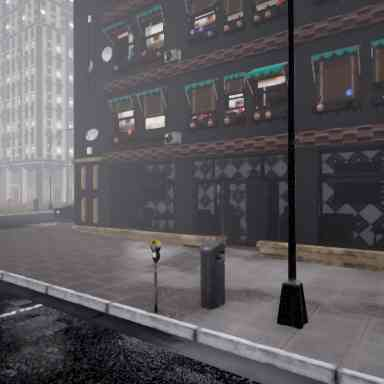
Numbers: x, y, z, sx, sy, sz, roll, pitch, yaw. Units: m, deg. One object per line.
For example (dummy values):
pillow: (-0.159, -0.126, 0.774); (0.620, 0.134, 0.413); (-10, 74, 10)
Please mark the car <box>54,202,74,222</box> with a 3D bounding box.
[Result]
car: (-7.303, 1.279, 22.814); (1.947, 1.339, 4.313); (1, 1, 35)
